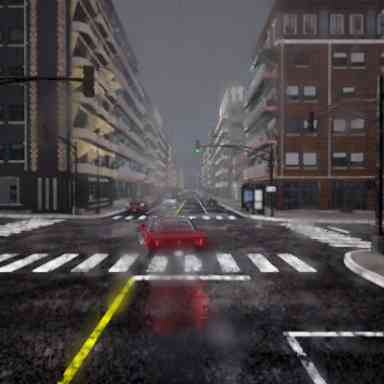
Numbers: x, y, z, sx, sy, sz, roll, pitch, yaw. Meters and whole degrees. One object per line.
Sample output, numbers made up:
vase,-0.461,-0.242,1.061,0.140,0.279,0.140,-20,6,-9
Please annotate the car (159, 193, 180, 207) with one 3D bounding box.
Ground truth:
car,-3.124,1.319,46.778,1.812,1.442,4.674,0,0,0

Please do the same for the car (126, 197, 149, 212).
car,-5.720,1.284,35.150,1.967,1.590,4.097,0,0,0

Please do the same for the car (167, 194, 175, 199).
car,-5.763,1.148,91.538,2.008,1.369,4.403,0,0,0

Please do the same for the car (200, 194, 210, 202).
car,2.634,1.137,68.983,1.967,1.590,4.097,0,0,0

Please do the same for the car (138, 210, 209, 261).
car,-0.869,1.546,12.158,1.895,1.301,4.718,0,0,-12

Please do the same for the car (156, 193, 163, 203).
car,-5.743,1.036,63.343,2.192,1.841,5.009,0,0,0

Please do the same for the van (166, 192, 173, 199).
van,-5.759,0.963,85.898,1.690,1.788,3.998,0,0,0

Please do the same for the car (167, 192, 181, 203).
car,-3.083,1.078,62.362,2.097,1.767,4.553,0,0,1

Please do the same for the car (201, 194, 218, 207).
car,2.652,1.345,46.429,2.008,1.369,4.403,0,0,0

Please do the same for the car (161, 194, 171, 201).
car,-5.750,1.198,74.451,1.752,1.417,4.829,0,0,0
